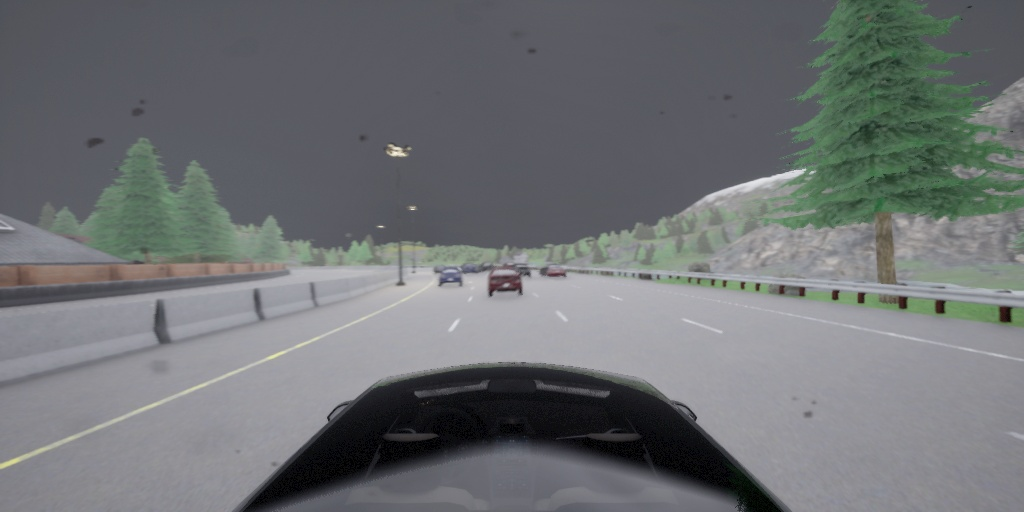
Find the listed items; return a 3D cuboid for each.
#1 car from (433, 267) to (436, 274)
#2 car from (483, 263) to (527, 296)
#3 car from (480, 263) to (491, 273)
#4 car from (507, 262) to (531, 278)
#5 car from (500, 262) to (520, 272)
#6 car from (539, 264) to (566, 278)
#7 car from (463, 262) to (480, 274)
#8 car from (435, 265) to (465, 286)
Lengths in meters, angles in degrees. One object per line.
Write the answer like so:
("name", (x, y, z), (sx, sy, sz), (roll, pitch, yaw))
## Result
("car", (-11.632, 2.153, 57.973), (1.994, 1.385, 4.181), (-1, -1, -18))
("car", (-0.539, 1.423, 21.406), (1.882, 1.535, 5.008), (-1, 0, -6))
("car", (-4.166, 1.856, 57.612), (1.882, 1.535, 5.008), (-1, -1, -17))
("car", (0.715, 1.564, 37.777), (1.837, 1.490, 4.892), (-1, -1, -10))
("car", (-0.397, 1.748, 57.248), (1.882, 1.535, 5.008), (-1, -1, -17))
("car", (4.233, 1.528, 37.926), (1.994, 1.385, 4.181), (-1, -1, -10))
("car", (-6.566, 1.759, 53.473), (2.097, 1.767, 4.553), (-2, -1, -16))
("car", (-5.066, 1.674, 29.742), (1.812, 1.442, 4.674), (-1, -1, -8))
